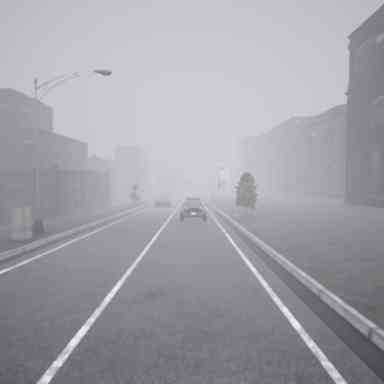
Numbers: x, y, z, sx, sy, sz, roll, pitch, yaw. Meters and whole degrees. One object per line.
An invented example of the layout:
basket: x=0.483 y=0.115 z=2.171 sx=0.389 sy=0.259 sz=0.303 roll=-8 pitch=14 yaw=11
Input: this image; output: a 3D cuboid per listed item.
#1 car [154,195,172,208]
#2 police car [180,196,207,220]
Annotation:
car: x=-3.557 y=1.147 z=41.221 sx=1.882 sy=1.535 sz=5.008 roll=0 pitch=1 yaw=0
police car: x=0.101 y=1.322 z=25.978 sx=2.038 sy=1.542 sz=4.974 roll=0 pitch=1 yaw=0
